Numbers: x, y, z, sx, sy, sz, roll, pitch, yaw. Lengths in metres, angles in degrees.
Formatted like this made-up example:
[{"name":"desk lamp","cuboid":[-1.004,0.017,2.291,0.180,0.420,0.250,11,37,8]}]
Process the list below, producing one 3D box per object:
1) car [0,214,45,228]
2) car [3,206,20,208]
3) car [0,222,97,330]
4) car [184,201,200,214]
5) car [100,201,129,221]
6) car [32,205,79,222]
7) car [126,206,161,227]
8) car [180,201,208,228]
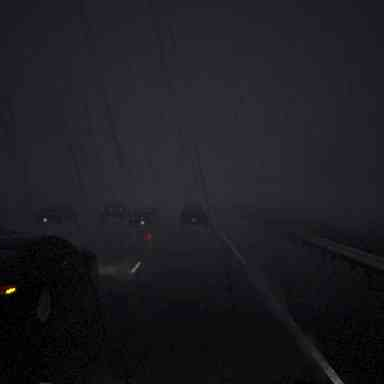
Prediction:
[{"name":"car","cuboid":[-6.893,1.644,10.426,2.033,1.411,5.357,0,-1,0]},{"name":"car","cuboid":[-21.311,1.616,42.605,2.150,2.045,5.566,0,-1,-2]},{"name":"car","cuboid":[-3.396,1.590,6.888,1.812,1.442,4.674,0,-1,0]},{"name":"car","cuboid":[-0.077,1.860,41.298,1.882,1.535,5.008,0,-1,-2]},{"name":"car","cuboid":[-6.886,1.634,30.478,2.097,1.767,4.553,0,-1,0]},{"name":"car","cuboid":[-10.385,1.745,25.937,1.837,1.490,4.892,0,-1,0]},{"name":"car","cuboid":[-3.385,1.833,24.999,1.895,1.301,4.718,0,-1,0]},{"name":"car","cuboid":[0.113,1.703,24.303,1.882,1.535,5.008,0,-1,0]}]
